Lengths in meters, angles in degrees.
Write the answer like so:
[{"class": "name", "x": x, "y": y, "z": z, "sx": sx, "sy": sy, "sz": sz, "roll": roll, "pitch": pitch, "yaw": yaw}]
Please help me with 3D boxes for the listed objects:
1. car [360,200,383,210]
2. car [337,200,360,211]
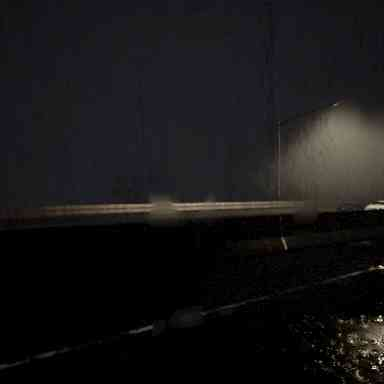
[{"class": "car", "x": 20.073, "y": 1.623, "z": 35.008, "sx": 4.674, "sy": 1.442, "sz": 1.812, "roll": 0, "pitch": 0, "yaw": -34}, {"class": "car", "x": 18.546, "y": 1.662, "z": 38.199, "sx": 4.181, "sy": 1.385, "sz": 1.994, "roll": 0, "pitch": 0, "yaw": -34}]
